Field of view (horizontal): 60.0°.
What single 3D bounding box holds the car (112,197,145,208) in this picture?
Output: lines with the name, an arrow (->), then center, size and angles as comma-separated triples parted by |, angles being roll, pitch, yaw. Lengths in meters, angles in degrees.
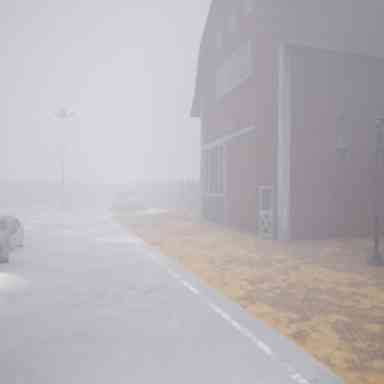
car -> -9.150, 1.463, 47.566 | 4.892, 1.490, 1.837 | 1, -1, 40

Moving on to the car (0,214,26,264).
car -> -7.054, 1.503, 11.594 | 2.033, 1.411, 5.357 | 0, 0, -20

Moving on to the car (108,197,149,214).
car -> -6.698, 1.516, 35.588 | 2.033, 1.411, 5.357 | 0, 0, 23
